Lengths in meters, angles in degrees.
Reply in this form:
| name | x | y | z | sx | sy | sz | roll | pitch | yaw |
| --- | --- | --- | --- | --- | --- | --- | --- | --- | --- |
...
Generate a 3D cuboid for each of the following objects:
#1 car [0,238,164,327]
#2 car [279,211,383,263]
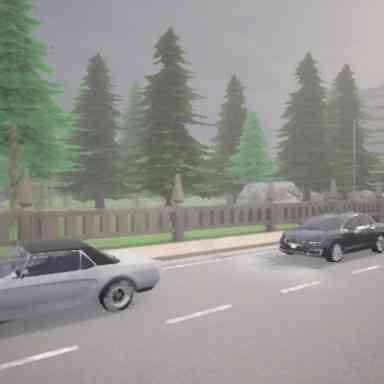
| name | x | y | z | sx | sy | sz | roll | pitch | yaw |
| --- | --- | --- | --- | --- | --- | --- | --- | --- | --- |
| car | -2.991 | 1.603 | 6.158 | 4.718 | 1.301 | 1.895 | 0 | 0 | -36 |
| car | 5.207 | 1.493 | 12.008 | 4.892 | 1.490 | 1.837 | 0 | 0 | -36 |
